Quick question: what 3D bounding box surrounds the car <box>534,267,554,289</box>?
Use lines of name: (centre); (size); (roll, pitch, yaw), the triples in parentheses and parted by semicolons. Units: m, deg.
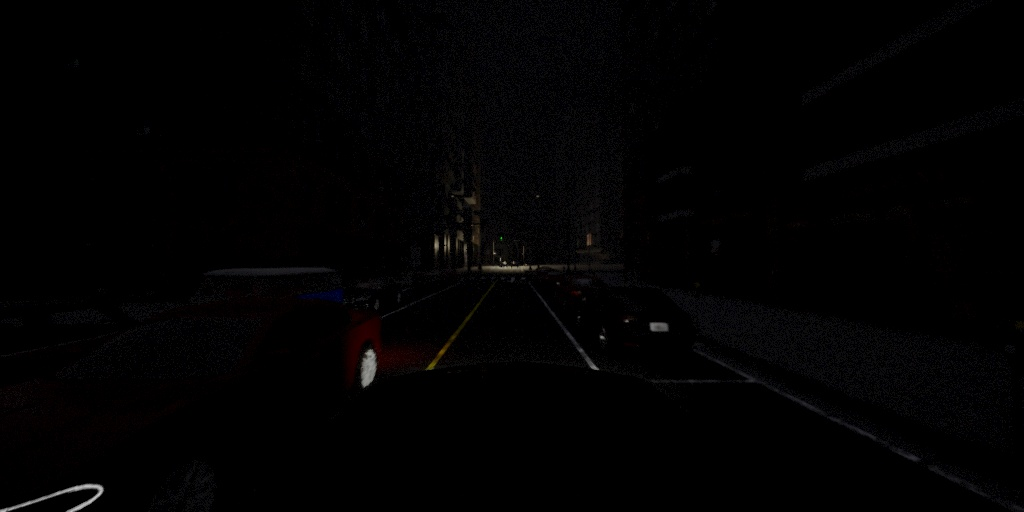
car: (2.770, 1.595, 25.655); (1.802, 1.307, 4.207); (0, 0, 0)

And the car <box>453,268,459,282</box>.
car: (-5.754, 1.619, 31.267); (1.888, 1.381, 4.507); (0, 0, 0)

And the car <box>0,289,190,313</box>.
car: (-5.761, 1.207, 3.222); (1.967, 1.591, 4.097); (0, 0, 0)

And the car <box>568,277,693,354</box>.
car: (2.766, 1.395, 8.827); (1.948, 1.339, 4.313); (0, 0, 0)

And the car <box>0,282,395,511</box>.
car: (-3.098, 1.253, 3.986); (1.882, 1.535, 5.008); (0, -1, 0)

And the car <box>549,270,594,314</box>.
car: (2.767, 1.436, 14.437); (1.888, 1.381, 4.507); (0, 0, 0)

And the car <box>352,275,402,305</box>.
car: (-5.759, 1.442, 14.440); (2.007, 1.370, 4.403); (0, 0, 0)

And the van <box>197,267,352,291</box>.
van: (-5.760, 1.170, 8.831); (1.690, 1.789, 3.998); (0, 0, 0)

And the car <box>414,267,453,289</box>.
car: (-5.756, 1.564, 25.658); (2.007, 1.370, 4.403); (0, 0, 0)
